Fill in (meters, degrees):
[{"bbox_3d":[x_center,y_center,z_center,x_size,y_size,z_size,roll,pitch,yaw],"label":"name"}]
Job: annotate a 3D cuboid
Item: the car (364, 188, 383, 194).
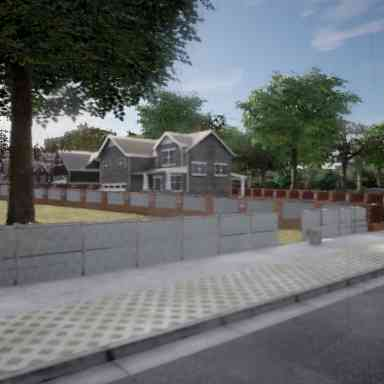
[{"bbox_3d":[22.641,0.705,38.458,2.150,2.045,5.566,-1,5,-42],"label":"car"}]
